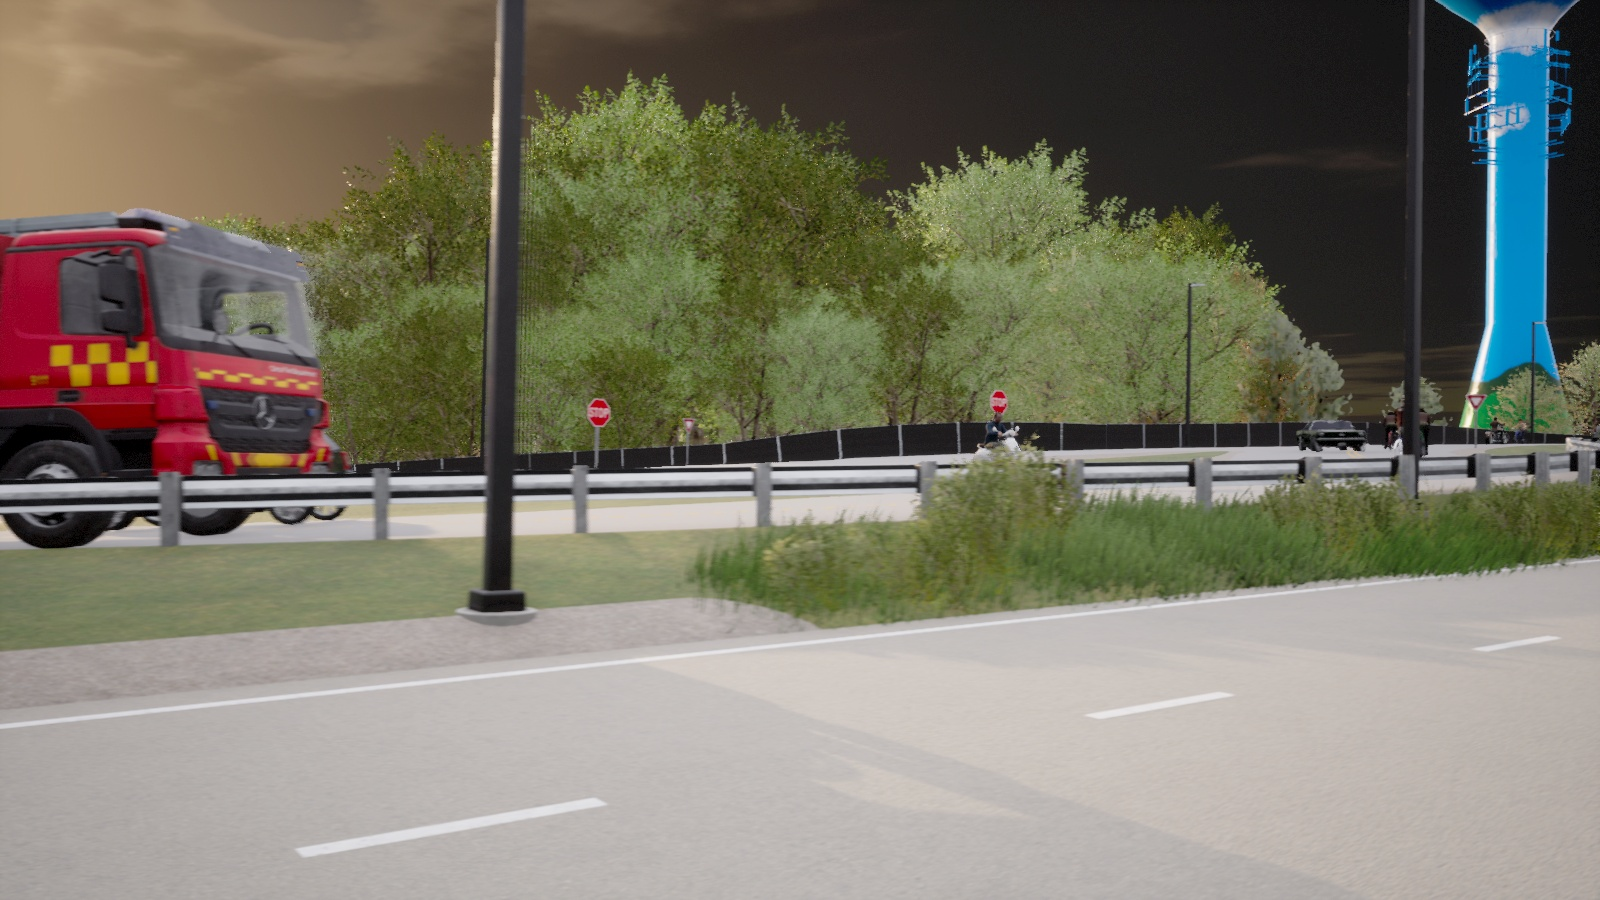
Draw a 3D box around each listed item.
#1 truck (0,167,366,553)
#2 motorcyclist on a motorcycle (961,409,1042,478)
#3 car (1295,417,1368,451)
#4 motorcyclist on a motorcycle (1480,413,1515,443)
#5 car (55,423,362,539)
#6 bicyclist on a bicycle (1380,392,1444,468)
[{"bbox_3d":[-9.788,-0.762,14.770,8.468,3.827,2.891,-2,-1,11],"label":"truck"},{"bbox_3d":[4.827,-0.144,30.181,0.866,1.590,1.817,-2,0,-35],"label":"motorcyclist on a motorcycle"},{"bbox_3d":[21.599,-0.669,51.215,1.895,1.301,4.718,0,1,12],"label":"car"},{"bbox_3d":[39.957,-1.256,71.929,2.350,1.649,0.766,-1,0,-35],"label":"motorcyclist on a motorcycle"},{"bbox_3d":[-8.632,0.446,18.574,3.633,1.501,1.845,-2,-1,-2],"label":"car"},{"bbox_3d":[14.727,-0.482,30.181,1.843,1.776,0.659,-2,-1,-41],"label":"bicyclist on a bicycle"}]
